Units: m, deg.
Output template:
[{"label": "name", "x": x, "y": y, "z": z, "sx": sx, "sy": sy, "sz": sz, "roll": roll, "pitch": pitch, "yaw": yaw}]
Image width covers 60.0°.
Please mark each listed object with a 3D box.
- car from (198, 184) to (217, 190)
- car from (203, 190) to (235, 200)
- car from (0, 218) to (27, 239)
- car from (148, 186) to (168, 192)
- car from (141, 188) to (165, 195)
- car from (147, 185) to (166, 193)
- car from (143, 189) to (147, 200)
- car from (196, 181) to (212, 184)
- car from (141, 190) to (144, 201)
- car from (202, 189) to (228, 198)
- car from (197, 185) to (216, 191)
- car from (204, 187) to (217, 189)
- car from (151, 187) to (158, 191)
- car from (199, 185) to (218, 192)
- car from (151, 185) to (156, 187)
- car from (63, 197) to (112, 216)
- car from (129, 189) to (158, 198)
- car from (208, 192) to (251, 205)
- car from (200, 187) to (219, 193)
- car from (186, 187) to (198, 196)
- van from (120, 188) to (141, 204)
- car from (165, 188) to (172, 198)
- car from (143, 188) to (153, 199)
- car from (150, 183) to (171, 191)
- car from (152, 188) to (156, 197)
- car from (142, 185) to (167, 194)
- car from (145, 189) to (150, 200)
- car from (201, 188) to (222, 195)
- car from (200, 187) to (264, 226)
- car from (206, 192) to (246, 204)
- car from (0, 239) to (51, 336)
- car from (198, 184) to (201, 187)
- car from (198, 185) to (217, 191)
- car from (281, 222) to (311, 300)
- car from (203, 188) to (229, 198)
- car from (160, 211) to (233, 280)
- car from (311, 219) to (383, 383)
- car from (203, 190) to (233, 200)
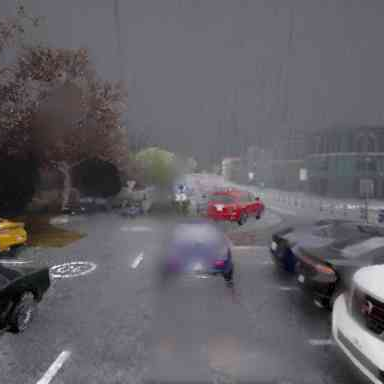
[{"label": "car", "x": 4.263, "y": -0.208, "z": 72.301, "sx": 4.553, "sy": 1.767, "sz": 2.185, "roll": 0, "pitch": 3, "yaw": 0}, {"label": "car", "x": 4.287, "y": 0.531, "z": 52.812, "sx": 4.892, "sy": 1.521, "sz": 2.231, "roll": 0, "pitch": 1, "yaw": 0}, {"label": "car", "x": -8.536, "y": 1.478, "z": 11.717, "sx": 5.008, "sy": 1.535, "sz": 2.097, "roll": 0, "pitch": 0, "yaw": 0}, {"label": "car", "x": -8.771, "y": -0.768, "z": 86.072, "sx": 5.008, "sy": 1.535, "sz": 2.097, "roll": 0, "pitch": 3, "yaw": 0}, {"label": "car", "x": -8.790, "y": -0.198, "z": 74.930, "sx": 5.008, "sy": 1.535, "sz": 2.097, "roll": 0, "pitch": 3, "yaw": 0}, {"label": "car", "x": -8.810, "y": -0.739, "z": 83.284, "sx": 4.553, "sy": 1.767, "sz": 2.185, "roll": 0, "pitch": 3, "yaw": 0}, {"label": "car", "x": -8.808, "y": 0.686, "z": 44.265, "sx": 4.674, "sy": 1.452, "sz": 2.002, "roll": 0, "pitch": 0, "yaw": 0}, {"label": "car", "x": 4.277, "y": -1.187, "z": 88.992, "sx": 5.566, "sy": 2.045, "sz": 2.435, "roll": 0, "pitch": 3, "yaw": 0}, {"label": "car", "x": -8.810, "y": 0.708, "z": 41.480, "sx": 4.674, "sy": 1.452, "sz": 2.002, "roll": 0, "pitch": 0, "yaw": 0}, {"label": "car", "x": 4.317, "y": 0.263, "z": 63.958, "sx": 4.792, "sy": 1.488, "sz": 2.163, "roll": 0, "pitch": 2, "yaw": 0}, {"label": "car", "x": 4.124, "y": -1.258, "z": 94.563, "sx": 5.366, "sy": 1.575, "sz": 1.946, "roll": 0, "pitch": 3, "yaw": 0}, {"label": "car", "x": 4.243, "y": 0.519, "z": 44.449, "sx": 4.553, "sy": 1.767, "sz": 2.185, "roll": 0, "pitch": 1, "yaw": 0}, {"label": "car", "x": -8.790, "y": 0.405, "z": 58.209, "sx": 5.008, "sy": 1.535, "sz": 2.097, "roll": 0, "pitch": 1, "yaw": 0}, {"label": "car", "x": 4.250, "y": 0.327, "z": 50.019, "sx": 5.566, "sy": 2.045, "sz": 2.435, "roll": 0, "pitch": 1, "yaw": 0}, {"label": "car", "x": -8.601, "y": -0.079, "z": 72.143, "sx": 5.366, "sy": 1.575, "sz": 1.946, "roll": 0, "pitch": 2, "yaw": 0}, {"label": "car", "x": -8.252, "y": 1.083, "z": 26.977, "sx": 2.033, "sy": 1.411, "sz": 5.357, "roll": 1, "pitch": 1, "yaw": 10}, {"label": "car", "x": -8.788, "y": 0.327, "z": 60.998, "sx": 5.008, "sy": 1.535, "sz": 2.097, "roll": 0, "pitch": 2, "yaw": 0}, {"label": "car", "x": 4.300, "y": 0.717, "z": 38.880, "sx": 4.792, "sy": 1.488, "sz": 2.163, "roll": 0, "pitch": 0, "yaw": 0}, {"label": "car", "x": 4.331, "y": -0.593, "z": 83.448, "sx": 4.792, "sy": 1.488, "sz": 2.163, "roll": 0, "pitch": 3, "yaw": 0}, {"label": "car", "x": -0.248, "y": 0.117, "z": 68.877, "sx": 2.033, "sy": 1.411, "sz": 5.357, "roll": 0, "pitch": 2, "yaw": 0}, {"label": "van", "x": -8.682, "y": 0.464, "z": 38.804, "sx": 4.442, "sy": 1.987, "sz": 1.878, "roll": 1, "pitch": 1, "yaw": 0}, {"label": "car", "x": -3.790, "y": 0.038, "z": 61.989, "sx": 2.150, "sy": 2.045, "sz": 5.566, "roll": 0, "pitch": 2, "yaw": 1}, {"label": "car", "x": -8.987, "y": 0.575, "z": 49.968, "sx": 5.366, "sy": 1.575, "sz": 1.946, "roll": 0, "pitch": 1, "yaw": 0}, {"label": "car", "x": -8.744, "y": -1.345, "z": 91.741, "sx": 5.566, "sy": 2.045, "sz": 2.435, "roll": 0, "pitch": 3, "yaw": 0}, {"label": "car", "x": -8.985, "y": 0.528, "z": 52.763, "sx": 5.366, "sy": 1.575, "sz": 1.946, "roll": 0, "pitch": 1, "yaw": 0}, {"label": "car", "x": -8.811, "y": -0.579, "z": 77.704, "sx": 5.566, "sy": 2.045, "sz": 2.435, "roll": 0, "pitch": 3, "yaw": 0}, {"label": "car", "x": -8.832, "y": 0.646, "z": 47.177, "sx": 4.792, "sy": 1.488, "sz": 2.163, "roll": 0, "pitch": 1, "yaw": 0}, {"label": "car", "x": 4.293, "y": -0.165, "z": 75.093, "sx": 4.674, "sy": 1.452, "sz": 2.002, "roll": 0, "pitch": 3, "yaw": 0}, {"label": "car", "x": 2.970, "y": 0.916, "z": 21.846, "sx": 2.150, "sy": 2.045, "sz": 5.566, "roll": 3, "pitch": 5, "yaw": 30}, {"label": "car", "x": 4.243, "y": 0.696, "z": 41.664, "sx": 4.792, "sy": 1.488, "sz": 2.163, "roll": 0, "pitch": 0, "yaw": 0}, {"label": "car", "x": -3.580, "y": 1.600, "z": 4.017, "sx": 1.895, "sy": 1.301, "sz": 4.718, "roll": 0, "pitch": 0, "yaw": 0}, {"label": "car", "x": 4.305, "y": -0.475, "z": 80.663, "sx": 5.008, "sy": 1.535, "sz": 2.097, "roll": 0, "pitch": 3, "yaw": 0}, {"label": "car", "x": 4.313, "y": -1.096, "z": 91.785, "sx": 5.008, "sy": 1.535, "sz": 2.097, "roll": 0, "pitch": 3, "yaw": 0}, {"label": "car", "x": 4.534, "y": 1.479, "z": 6.295, "sx": 5.008, "sy": 1.535, "sz": 2.097, "roll": 0, "pitch": 0, "yaw": 0}, {"label": "car", "x": 4.318, "y": 0.196, "z": 61.166, "sx": 4.553, "sy": 1.767, "sz": 2.185, "roll": 0, "pitch": 2, "yaw": 0}, {"label": "car", "x": 0.109, "y": 1.524, "z": 9.825, "sx": 1.812, "sy": 1.442, "sz": 4.674, "roll": 0, "pitch": 0, "yaw": 0}, {"label": "car", "x": 4.511, "y": 1.228, "z": 3.519, "sx": 5.566, "sy": 2.045, "sz": 2.435, "roll": 0, "pitch": 0, "yaw": 0}, {"label": "car", "x": 4.312, "y": 0.502, "z": 55.591, "sx": 4.792, "sy": 1.488, "sz": 2.163, "roll": 0, "pitch": 1, "yaw": 0}]
